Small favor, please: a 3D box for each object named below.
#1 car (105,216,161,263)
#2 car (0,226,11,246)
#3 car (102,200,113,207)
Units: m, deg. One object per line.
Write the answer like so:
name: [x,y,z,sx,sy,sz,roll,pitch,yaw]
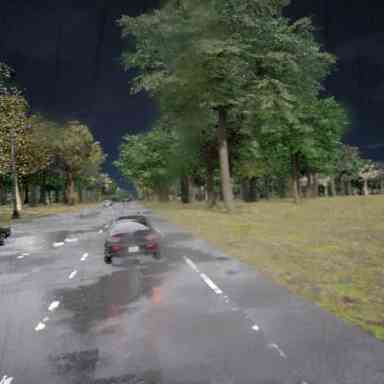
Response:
car: [-2.276,1.624,12.532,1.812,1.442,4.674,-3,0,-12]
car: [-9.908,2.048,14.977,1.895,1.301,4.718,-3,0,-12]
car: [-17.464,2.381,69.145,2.128,1.511,4.902,-3,0,-9]
